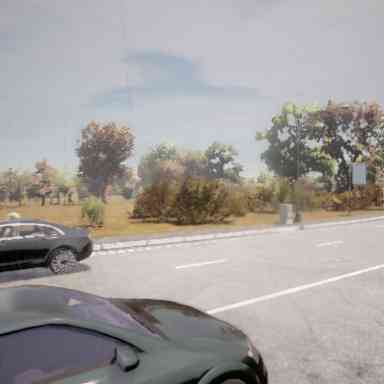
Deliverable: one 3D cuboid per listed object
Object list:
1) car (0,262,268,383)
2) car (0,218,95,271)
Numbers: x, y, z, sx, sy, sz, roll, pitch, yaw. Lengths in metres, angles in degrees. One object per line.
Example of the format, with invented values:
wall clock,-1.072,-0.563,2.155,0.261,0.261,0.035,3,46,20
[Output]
car,-1.295,1.568,2.838,4.181,1.385,1.994,0,0,-36
car,-5.142,1.500,8.962,4.902,1.511,2.128,0,0,-36
